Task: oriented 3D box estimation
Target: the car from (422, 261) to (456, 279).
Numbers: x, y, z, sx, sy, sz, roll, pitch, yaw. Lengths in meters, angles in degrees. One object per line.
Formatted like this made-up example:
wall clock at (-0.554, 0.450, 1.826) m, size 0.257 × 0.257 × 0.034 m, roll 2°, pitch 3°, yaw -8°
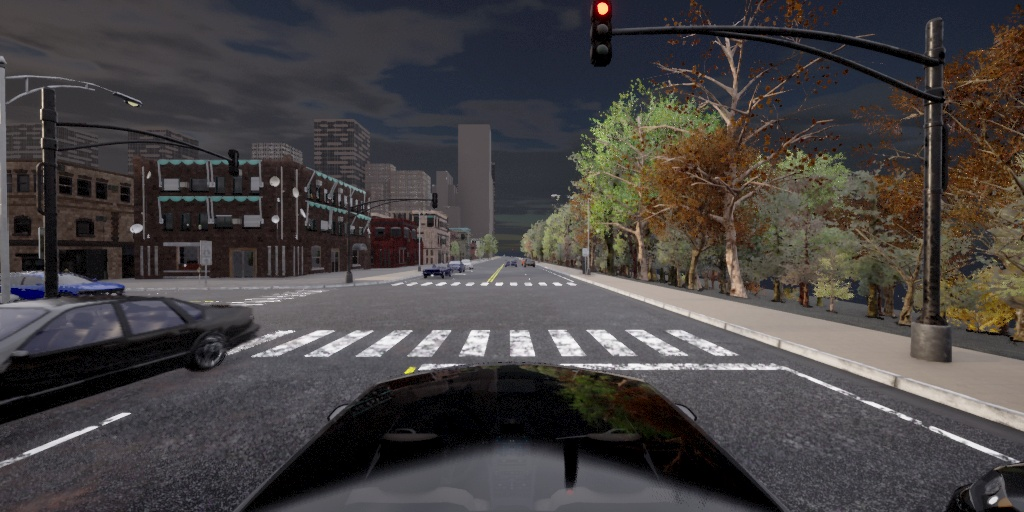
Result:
car at (-6.736, 1.341, 32.885) m, size 1.895 × 1.301 × 4.718 m, roll 0°, pitch 0°, yaw 2°

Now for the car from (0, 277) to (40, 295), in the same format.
car at (-19.996, 1.565, 12.507) m, size 4.313 × 1.339 × 1.948 m, roll 0°, pitch 0°, yaw 0°

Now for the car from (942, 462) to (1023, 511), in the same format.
car at (3.363, 1.314, 0.183) m, size 1.994 × 1.385 × 4.181 m, roll 0°, pitch 0°, yaw -1°

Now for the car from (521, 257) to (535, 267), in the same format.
car at (3.062, 1.231, 63.222) m, size 1.837 × 1.490 × 4.892 m, roll 0°, pitch 0°, yaw 0°

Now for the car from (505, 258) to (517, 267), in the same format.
car at (-0.194, 1.078, 64.006) m, size 2.097 × 1.767 × 4.553 m, roll 0°, pitch 0°, yaw 0°

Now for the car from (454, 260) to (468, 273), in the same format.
car at (-6.780, 1.261, 43.056) m, size 1.812 × 1.442 × 4.674 m, roll 0°, pitch 0°, yaw 0°

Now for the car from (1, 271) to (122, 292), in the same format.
car at (-19.448, 1.443, 15.212) m, size 5.008 × 1.535 × 1.882 m, roll -1°, pitch 1°, yaw 0°

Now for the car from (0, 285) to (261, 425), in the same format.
car at (-6.224, 1.297, 4.984) m, size 2.033 × 1.411 × 5.357 m, roll 0°, pitch 0°, yaw 4°

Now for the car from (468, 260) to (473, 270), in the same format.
car at (-6.817, 1.257, 53.326) m, size 1.812 × 1.442 × 4.674 m, roll 0°, pitch 0°, yaw 0°
